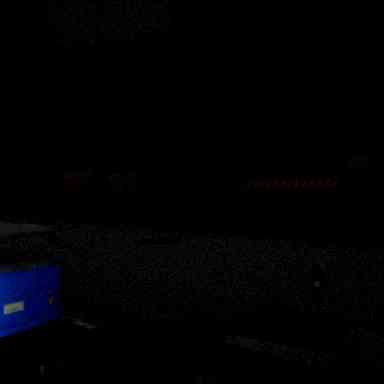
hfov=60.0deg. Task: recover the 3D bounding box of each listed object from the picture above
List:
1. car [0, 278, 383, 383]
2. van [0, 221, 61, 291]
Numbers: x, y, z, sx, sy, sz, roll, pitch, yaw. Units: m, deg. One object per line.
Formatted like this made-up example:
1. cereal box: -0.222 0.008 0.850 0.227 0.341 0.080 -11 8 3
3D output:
1. car: 0.495 1.583 2.475 4.206 1.307 1.802 0 -1 36
2. van: -3.930 1.348 5.636 3.998 1.788 1.690 0 -1 36
